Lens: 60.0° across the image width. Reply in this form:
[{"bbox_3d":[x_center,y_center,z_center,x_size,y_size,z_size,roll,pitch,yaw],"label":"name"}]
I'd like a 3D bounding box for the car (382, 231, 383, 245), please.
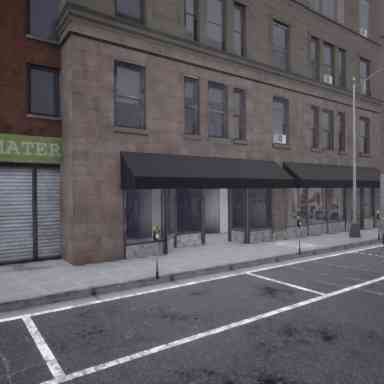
[{"bbox_3d":[9.281,1.539,13.197,4.507,1.381,1.887,0,-1,-36],"label":"car"}]
